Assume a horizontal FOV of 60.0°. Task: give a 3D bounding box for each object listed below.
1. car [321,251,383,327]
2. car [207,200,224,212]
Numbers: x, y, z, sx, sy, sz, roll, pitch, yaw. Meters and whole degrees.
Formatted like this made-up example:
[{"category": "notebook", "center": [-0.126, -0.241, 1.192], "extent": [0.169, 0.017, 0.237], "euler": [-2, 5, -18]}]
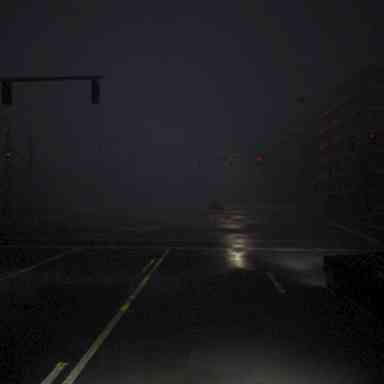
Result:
[{"category": "car", "center": [3.897, 1.678, 5.792], "extent": [1.895, 1.301, 4.718], "euler": [0, -1, 2]}, {"category": "car", "center": [3.002, 1.772, 42.317], "extent": [2.128, 1.511, 4.902], "euler": [0, 0, 3]}]
